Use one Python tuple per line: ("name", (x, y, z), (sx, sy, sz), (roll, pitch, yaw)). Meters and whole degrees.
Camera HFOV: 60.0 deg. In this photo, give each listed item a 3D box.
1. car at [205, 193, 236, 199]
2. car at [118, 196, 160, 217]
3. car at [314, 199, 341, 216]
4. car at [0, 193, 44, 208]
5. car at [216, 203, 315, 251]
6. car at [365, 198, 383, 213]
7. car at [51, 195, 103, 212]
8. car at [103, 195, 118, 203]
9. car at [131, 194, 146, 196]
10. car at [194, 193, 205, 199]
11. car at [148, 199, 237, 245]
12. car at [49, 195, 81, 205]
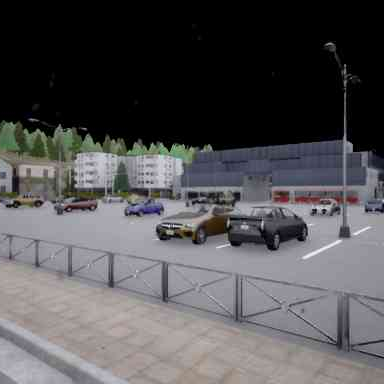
("car", (4.240, 1.097, 45.566), (1.932, 1.855, 4.605), (0, 0, 37))
("car", (-4.137, 1.319, 28.626), (1.845, 1.501, 3.633), (0, 0, 37))
("car", (12.065, 1.384, 30.095), (1.970, 1.475, 3.806), (0, 0, 37))
("car", (-21.531, 1.097, 42.838), (1.932, 1.855, 4.605), (0, 0, 37))
("car", (3.156, 1.340, 13.481), (2.007, 1.523, 4.514), (0, 0, 37))
("car", (18.934, 1.374, 34.189), (1.845, 1.501, 3.633), (0, 0, 37))
("car", (-12.057, 1.298, 34.719), (2.007, 1.523, 4.514), (0, 0, 37))
("car", (-13.794, 1.232, 58.392), (1.970, 1.475, 3.806), (0, 0, 37))
("car", (-8.495, 1.153, 54.758), (2.152, 1.636, 5.027), (0, 0, 37))
("car", (1.679, 1.077, 47.000), (1.905, 1.878, 3.866), (0, 0, 37))
("car", (0.630, 1.330, 15.341), (2.152, 1.636, 5.027), (0, 0, 37))
("car", (-20.981, 1.297, 55.007), (2.007, 1.523, 4.514), (0, 0, 37))
